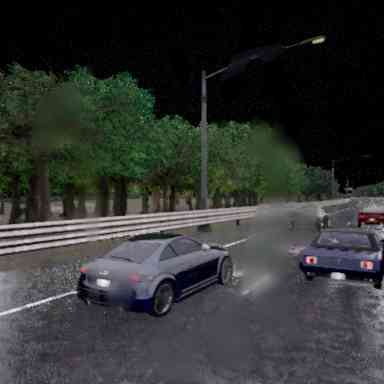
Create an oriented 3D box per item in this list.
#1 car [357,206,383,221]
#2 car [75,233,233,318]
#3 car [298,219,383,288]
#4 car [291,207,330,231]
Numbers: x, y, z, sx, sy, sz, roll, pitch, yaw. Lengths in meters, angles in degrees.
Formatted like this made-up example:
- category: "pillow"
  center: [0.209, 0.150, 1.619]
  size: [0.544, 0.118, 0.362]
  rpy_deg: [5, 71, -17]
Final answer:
- category: "car"
  center: [13.759, 1.796, 25.251]
  size: [1.882, 1.535, 5.008]
  rpy_deg: [-1, -1, 31]
- category: "car"
  center: [-0.611, 1.669, 7.871]
  size: [1.994, 1.385, 4.181]
  rpy_deg: [-1, -1, 31]
- category: "car"
  center: [4.599, 1.726, 9.797]
  size: [1.895, 1.301, 4.718]
  rpy_deg: [-1, -1, 31]
- category: "car"
  center: [8.075, 1.793, 22.524]
  size: [1.837, 1.490, 4.892]
  rpy_deg: [-1, -1, 31]
